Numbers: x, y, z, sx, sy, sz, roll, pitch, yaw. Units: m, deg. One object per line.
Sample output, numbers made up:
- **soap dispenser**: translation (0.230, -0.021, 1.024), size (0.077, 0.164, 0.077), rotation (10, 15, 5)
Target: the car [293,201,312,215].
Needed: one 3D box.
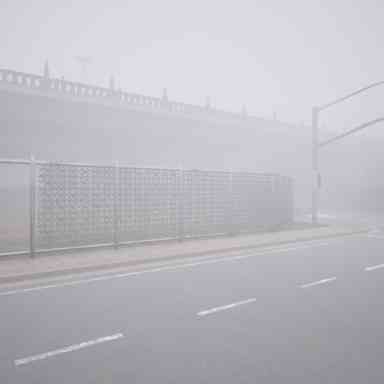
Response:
- **car**: translation (10.462, 1.619, 34.610), size (1.994, 1.385, 4.181), rotation (0, 0, -36)

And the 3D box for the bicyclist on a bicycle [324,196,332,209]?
- **bicyclist on a bicycle**: translation (17.734, 1.356, 43.314), size (1.656, 1.620, 0.582), rotation (0, 0, -36)
